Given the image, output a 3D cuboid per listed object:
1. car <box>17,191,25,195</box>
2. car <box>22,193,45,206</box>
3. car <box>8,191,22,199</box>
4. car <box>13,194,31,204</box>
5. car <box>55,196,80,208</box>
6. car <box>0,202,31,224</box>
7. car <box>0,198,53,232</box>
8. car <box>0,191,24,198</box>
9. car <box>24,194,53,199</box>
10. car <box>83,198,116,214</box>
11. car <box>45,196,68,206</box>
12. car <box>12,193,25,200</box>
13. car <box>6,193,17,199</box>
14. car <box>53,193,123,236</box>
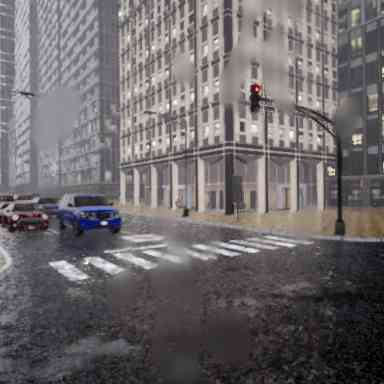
[{"bbox_3d":[-16.927,1.096,33.674,2.097,1.767,4.553,0,1,-36],"label":"car"},{"bbox_3d":[-22.063,0.994,46.305,2.097,1.767,4.553,0,1,-36],"label":"car"},{"bbox_3d":[-41.673,0.691,78.123,2.192,1.841,5.009,1,0,-36],"label":"car"},{"bbox_3d":[-28.019,1.048,54.611,1.882,1.535,5.008,0,1,-36],"label":"car"},{"bbox_3d":[-15.772,1.209,42.005,1.752,1.417,4.829,1,0,-36],"label":"car"},{"bbox_3d":[-12.697,1.410,23.337,1.802,1.307,4.206,1,0,-36],"label":"car"},{"bbox_3d":[-9.445,1.307,18.808,1.967,1.590,4.097,1,0,-36],"label":"car"},{"bbox_3d":[-15.942,1.104,27.869,2.192,1.841,5.009,1,0,-36],"label":"car"},{"bbox_3d":[-11.126,1.165,25.570,2.097,1.767,4.553,0,1,-36],"label":"car"},{"bbox_3d":[-9.173,1.345,32.802,1.802,1.307,4.206,1,0,-36],"label":"car"},{"bbox_3d":[-18.924,1.212,46.399,1.947,1.339,4.313,1,0,-36],"label":"car"},{"bbox_3d":[-38.427,0.959,73.590,1.887,1.381,4.507,1,0,-36],"label":"car"},{"bbox_3d":[-44.928,0.903,82.655,1.947,1.339,4.313,1,0,-36],"label":"car"},{"bbox_3d":[-5.672,1.100,18.022,2.150,2.045,5.566,0,1,-34],"label":"car"}]
